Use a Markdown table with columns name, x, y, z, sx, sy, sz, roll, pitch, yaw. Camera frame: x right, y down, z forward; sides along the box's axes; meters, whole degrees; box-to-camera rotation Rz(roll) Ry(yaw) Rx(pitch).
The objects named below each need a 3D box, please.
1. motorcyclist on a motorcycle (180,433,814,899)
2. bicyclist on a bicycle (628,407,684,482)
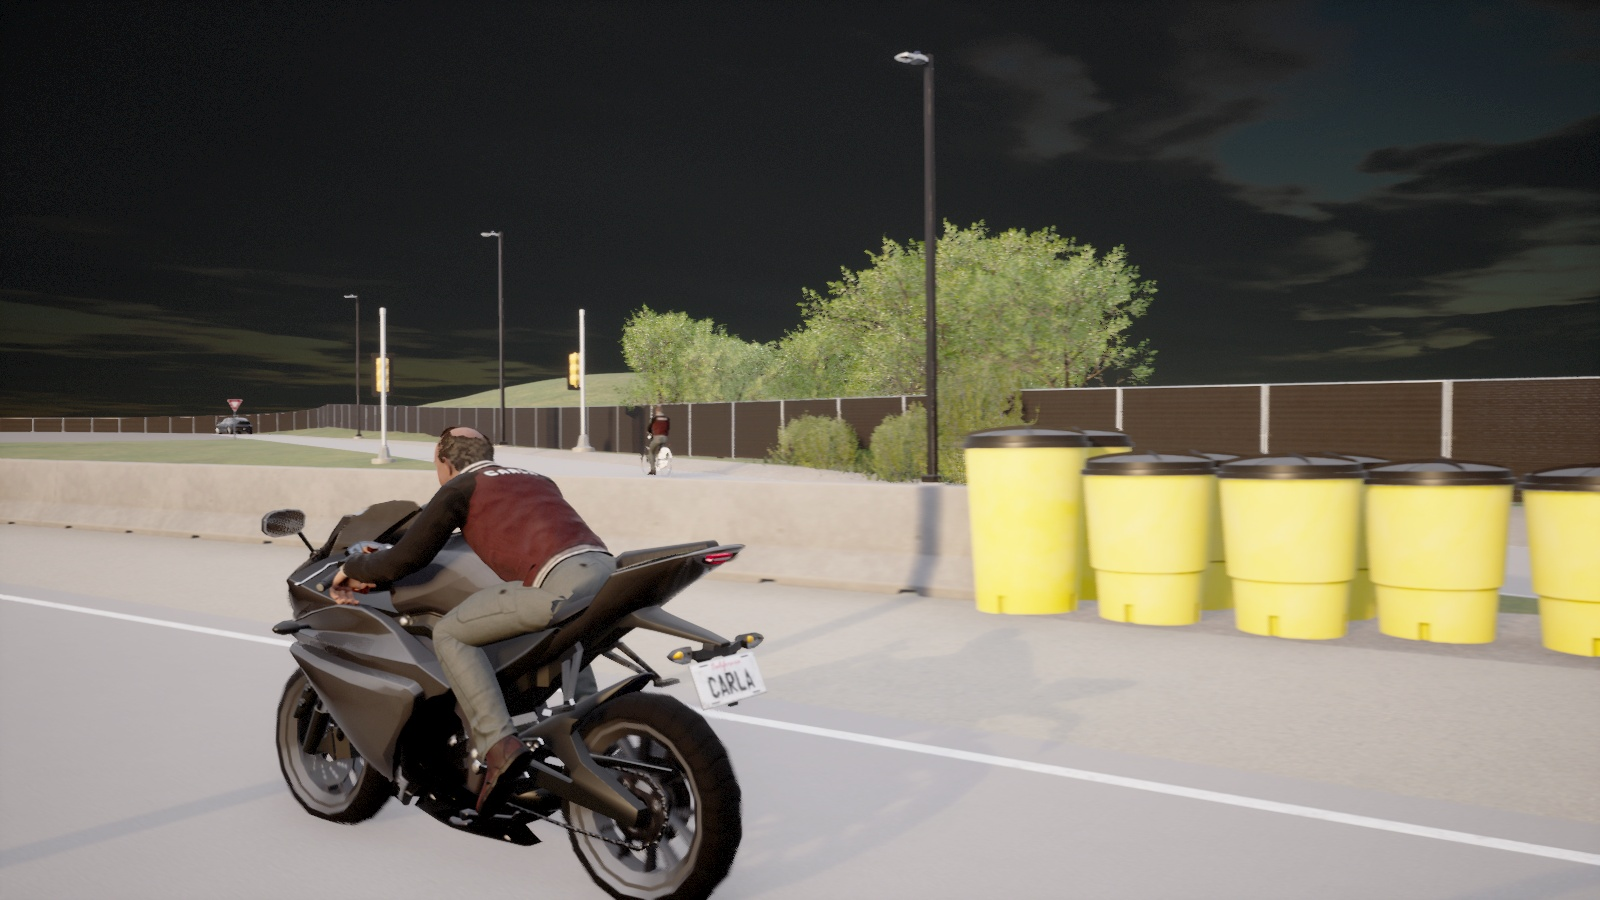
| name | x | y | z | sx | sy | sz | roll | pitch | yaw |
| --- | --- | --- | --- | --- | --- | --- | --- | --- | --- |
| motorcyclist on a motorcycle | -1.113 | 0.718 | 4.364 | 2.191 | 1.530 | 0.866 | 0 | 1 | 34 |
| bicyclist on a bicycle | -3.524 | -0.149 | 30.673 | 0.659 | 1.776 | 1.843 | -2 | 2 | -30 |
